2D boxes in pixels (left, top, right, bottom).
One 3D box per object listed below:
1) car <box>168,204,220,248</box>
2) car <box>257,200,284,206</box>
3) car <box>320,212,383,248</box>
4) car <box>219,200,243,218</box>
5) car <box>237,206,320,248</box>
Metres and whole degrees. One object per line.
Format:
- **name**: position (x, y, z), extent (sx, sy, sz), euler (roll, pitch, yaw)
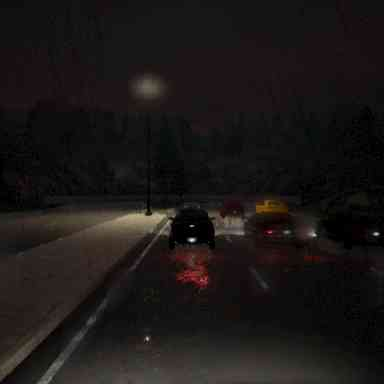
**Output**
- **car**: position (0.000, 1.514, 14.650), extent (1.837, 1.490, 4.892), euler (0, 0, 0)
- **car**: position (7.000, 1.482, 29.650), extent (1.882, 1.535, 5.008), euler (0, 0, 0)
- **car**: position (7.000, 1.570, 14.650), extent (1.994, 1.385, 4.181), euler (0, 0, 0)
- **car**: position (3.500, 1.482, 29.650), extent (1.882, 1.535, 5.008), euler (0, 0, 0)
- **car**: position (3.500, 1.560, 14.650), extent (2.033, 1.411, 5.357), euler (0, 0, 0)
